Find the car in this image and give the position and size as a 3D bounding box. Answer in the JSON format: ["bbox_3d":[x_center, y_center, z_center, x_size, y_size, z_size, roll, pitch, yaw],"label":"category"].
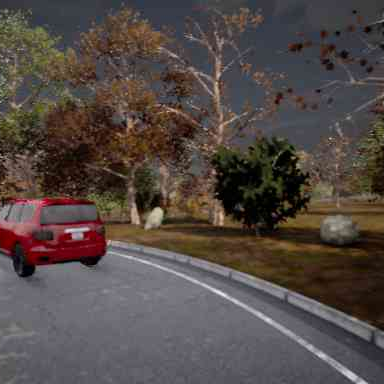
[{"bbox_3d":[-4.808,1.207,10.453,2.150,2.045,5.566,0,0,-44],"label":"car"}]
